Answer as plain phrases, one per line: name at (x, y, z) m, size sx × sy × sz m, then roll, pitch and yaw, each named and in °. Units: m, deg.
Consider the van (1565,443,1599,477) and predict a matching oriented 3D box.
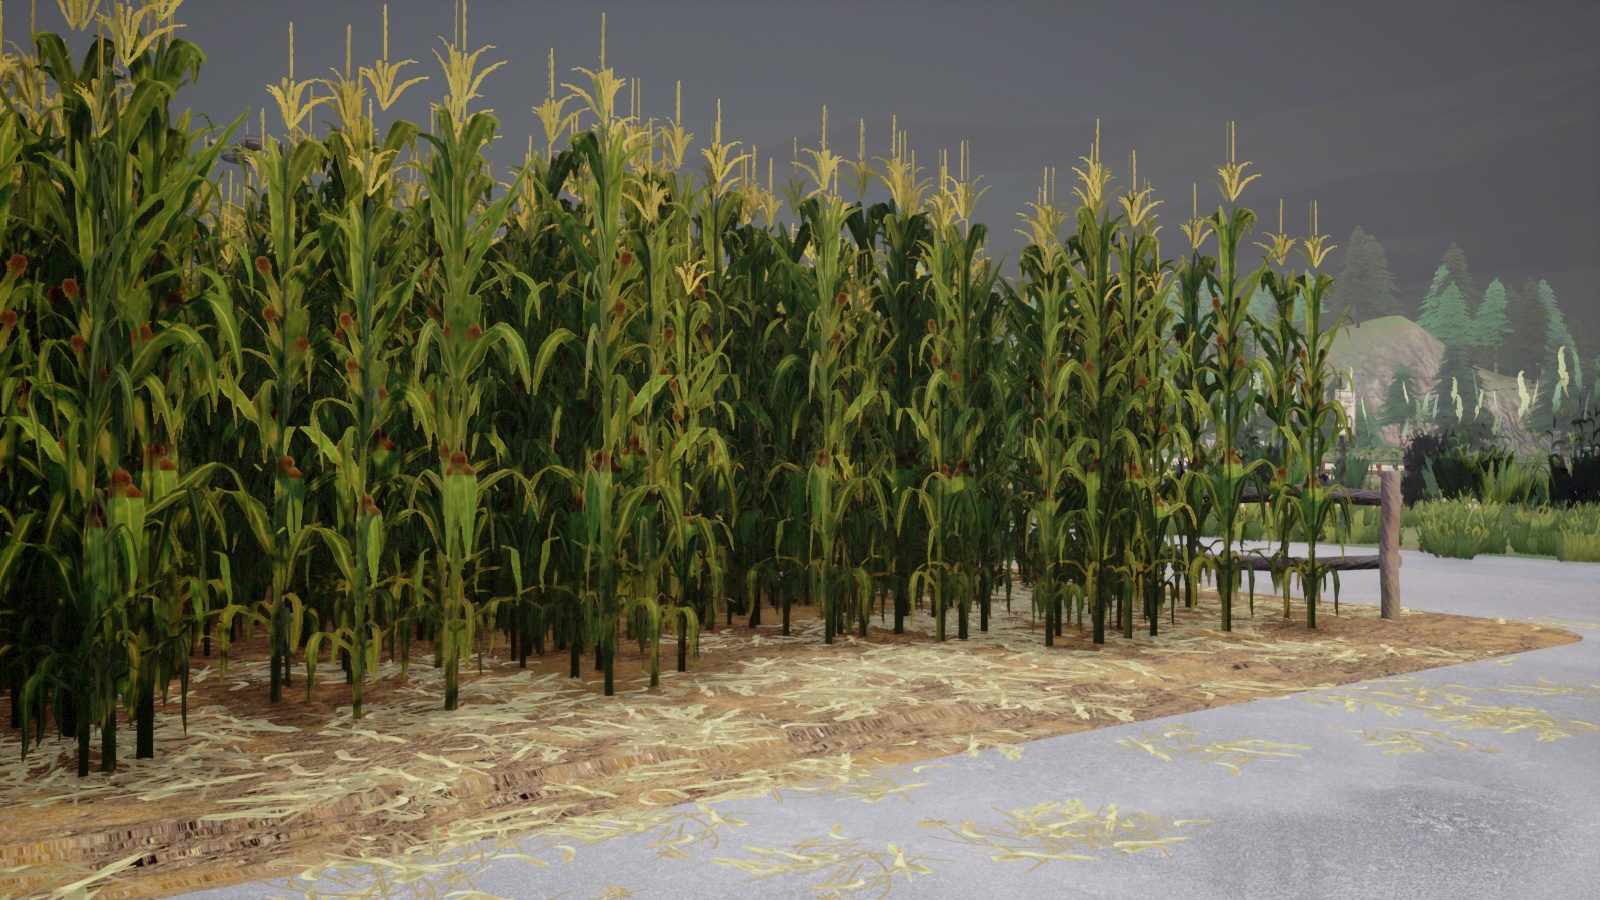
van at (48.113, 0.579, 74.443) m, size 1.775 × 1.987 × 4.442 m, roll 0°, pitch 0°, yaw -29°
